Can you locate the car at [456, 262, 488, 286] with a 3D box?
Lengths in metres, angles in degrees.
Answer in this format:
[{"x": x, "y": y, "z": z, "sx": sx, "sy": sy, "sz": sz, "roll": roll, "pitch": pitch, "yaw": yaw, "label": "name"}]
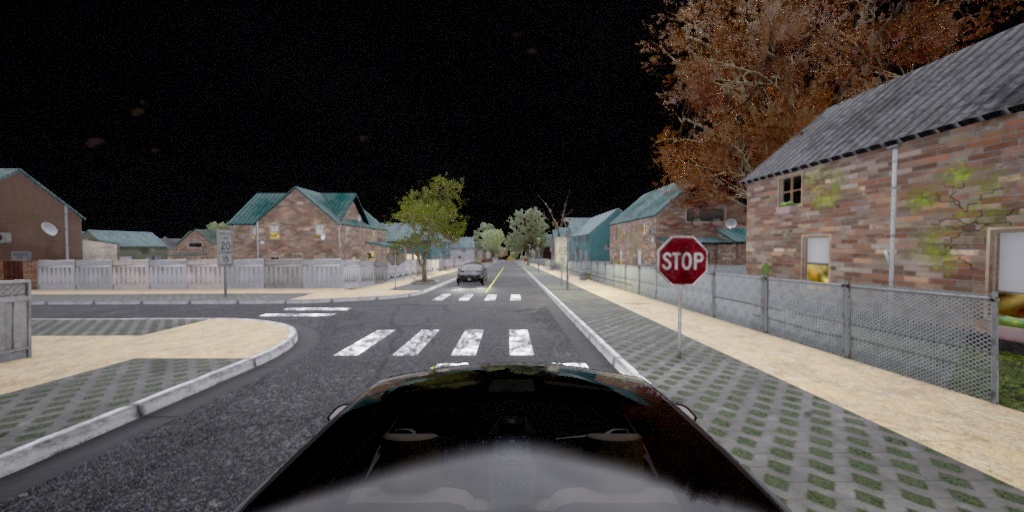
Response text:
[{"x": -2.787, "y": 1.239, "z": 25.833, "sx": 1.882, "sy": 1.535, "sz": 5.008, "roll": 0, "pitch": 0, "yaw": 0, "label": "car"}]
